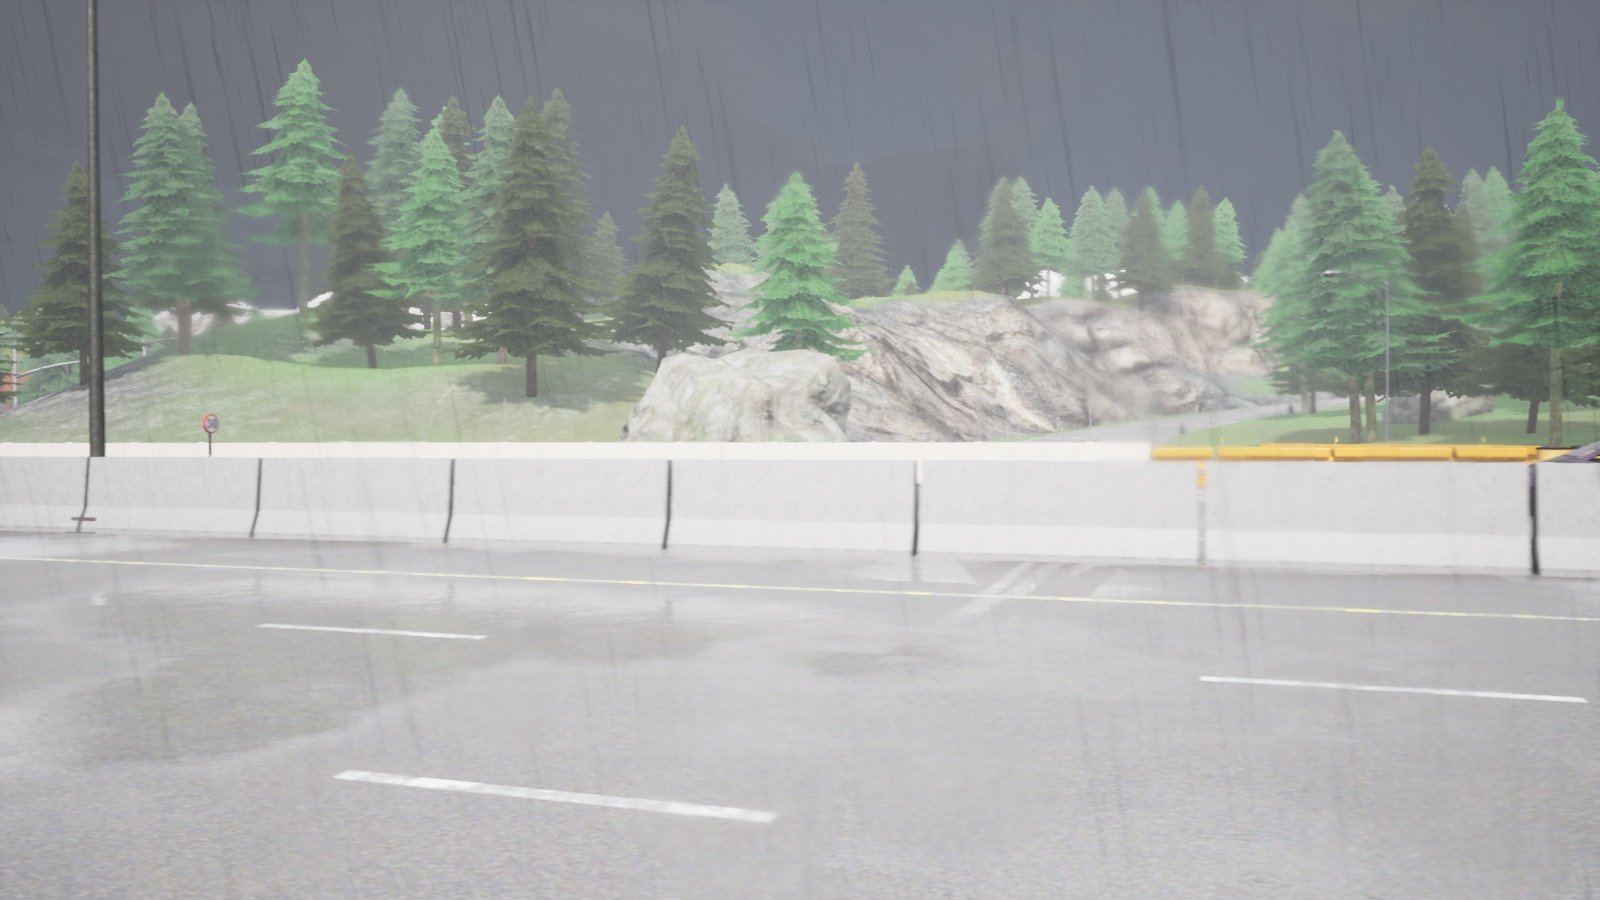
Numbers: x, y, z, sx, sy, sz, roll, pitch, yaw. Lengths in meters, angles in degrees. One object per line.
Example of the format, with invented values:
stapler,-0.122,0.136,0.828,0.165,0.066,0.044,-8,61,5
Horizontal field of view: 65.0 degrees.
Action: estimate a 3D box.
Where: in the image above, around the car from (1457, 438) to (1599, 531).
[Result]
car,13.401,0.557,20.839,4.193,1.474,1.816,1,1,19
